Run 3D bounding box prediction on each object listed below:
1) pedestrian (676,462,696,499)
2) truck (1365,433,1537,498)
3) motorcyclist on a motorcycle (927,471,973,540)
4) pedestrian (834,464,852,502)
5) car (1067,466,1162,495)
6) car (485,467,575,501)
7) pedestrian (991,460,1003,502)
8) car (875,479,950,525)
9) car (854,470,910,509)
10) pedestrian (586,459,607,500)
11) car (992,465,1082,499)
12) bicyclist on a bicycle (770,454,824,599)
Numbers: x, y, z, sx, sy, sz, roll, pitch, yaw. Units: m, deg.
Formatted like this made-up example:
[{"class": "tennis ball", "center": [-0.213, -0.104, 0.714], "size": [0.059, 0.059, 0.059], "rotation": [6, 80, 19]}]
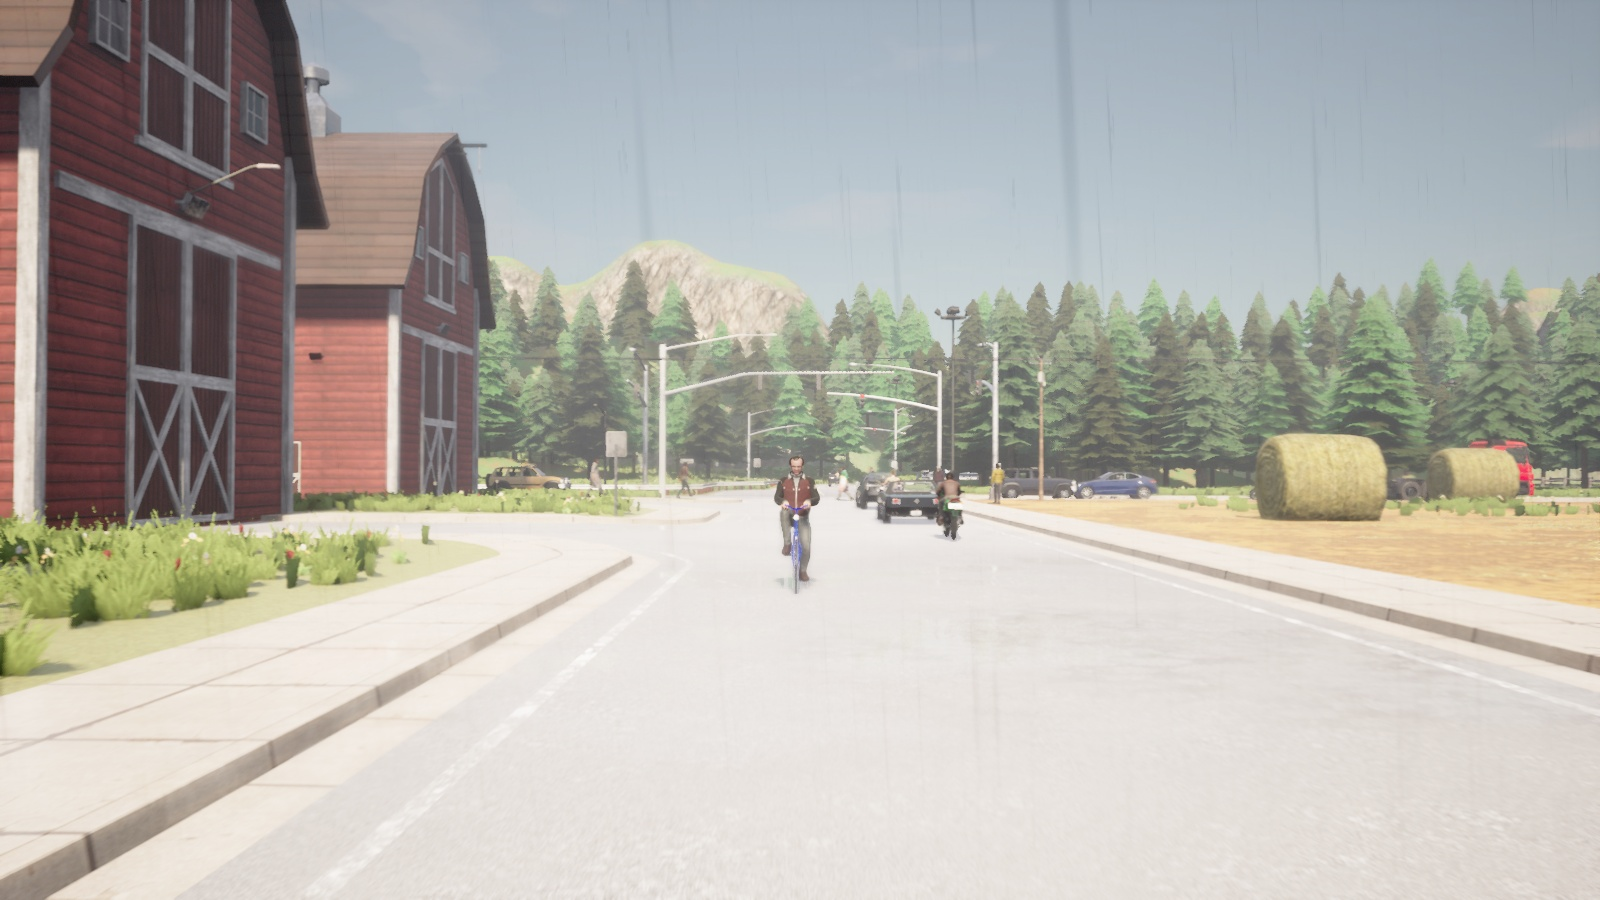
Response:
[{"class": "pedestrian", "center": [-5.530, 1.473, 60.941], "size": [0.869, 1.805, 0.328], "rotation": [0, -1, -31]}, {"class": "truck", "center": [35.909, 0.880, 69.483], "size": [7.936, 3.462, 2.891], "rotation": [0, -1, 1]}, {"class": "motorcyclist on a motorcycle", "center": [3.431, 1.246, 28.888], "size": [0.797, 1.523, 2.044], "rotation": [0, -1, 0]}, {"class": "pedestrian", "center": [2.238, 1.701, 65.328], "size": [0.873, 1.952, 0.659], "rotation": [0, -1, 1]}, {"class": "car", "center": [18.285, 1.773, 73.245], "size": [5.027, 1.651, 2.152], "rotation": [0, -1, 1]}, {"class": "car", "center": [-15.078, 1.895, 70.266], "size": [4.605, 1.855, 1.932], "rotation": [0, -1, 1]}, {"class": "pedestrian", "center": [8.615, 1.363, 54.972], "size": [0.431, 1.840, 0.709], "rotation": [0, -1, 3]}, {"class": "car", "center": [3.405, 1.551, 38.774], "size": [1.895, 1.301, 4.718], "rotation": [0, -1, 0]}, {"class": "car", "center": [3.373, 1.624, 52.555], "size": [2.007, 1.525, 4.514], "rotation": [0, -1, 0]}, {"class": "pedestrian", "center": [-9.571, 1.380, 59.137], "size": [0.873, 1.952, 0.659], "rotation": [0, -1, -18]}, {"class": "car", "center": [13.137, 1.774, 69.796], "size": [4.605, 1.855, 1.932], "rotation": [0, -1, 1]}, {"class": "bicyclist on a bicycle", "center": [-0.040, 0.960, 16.385], "size": [0.659, 1.776, 1.843], "rotation": [0, -1, 0]}]
